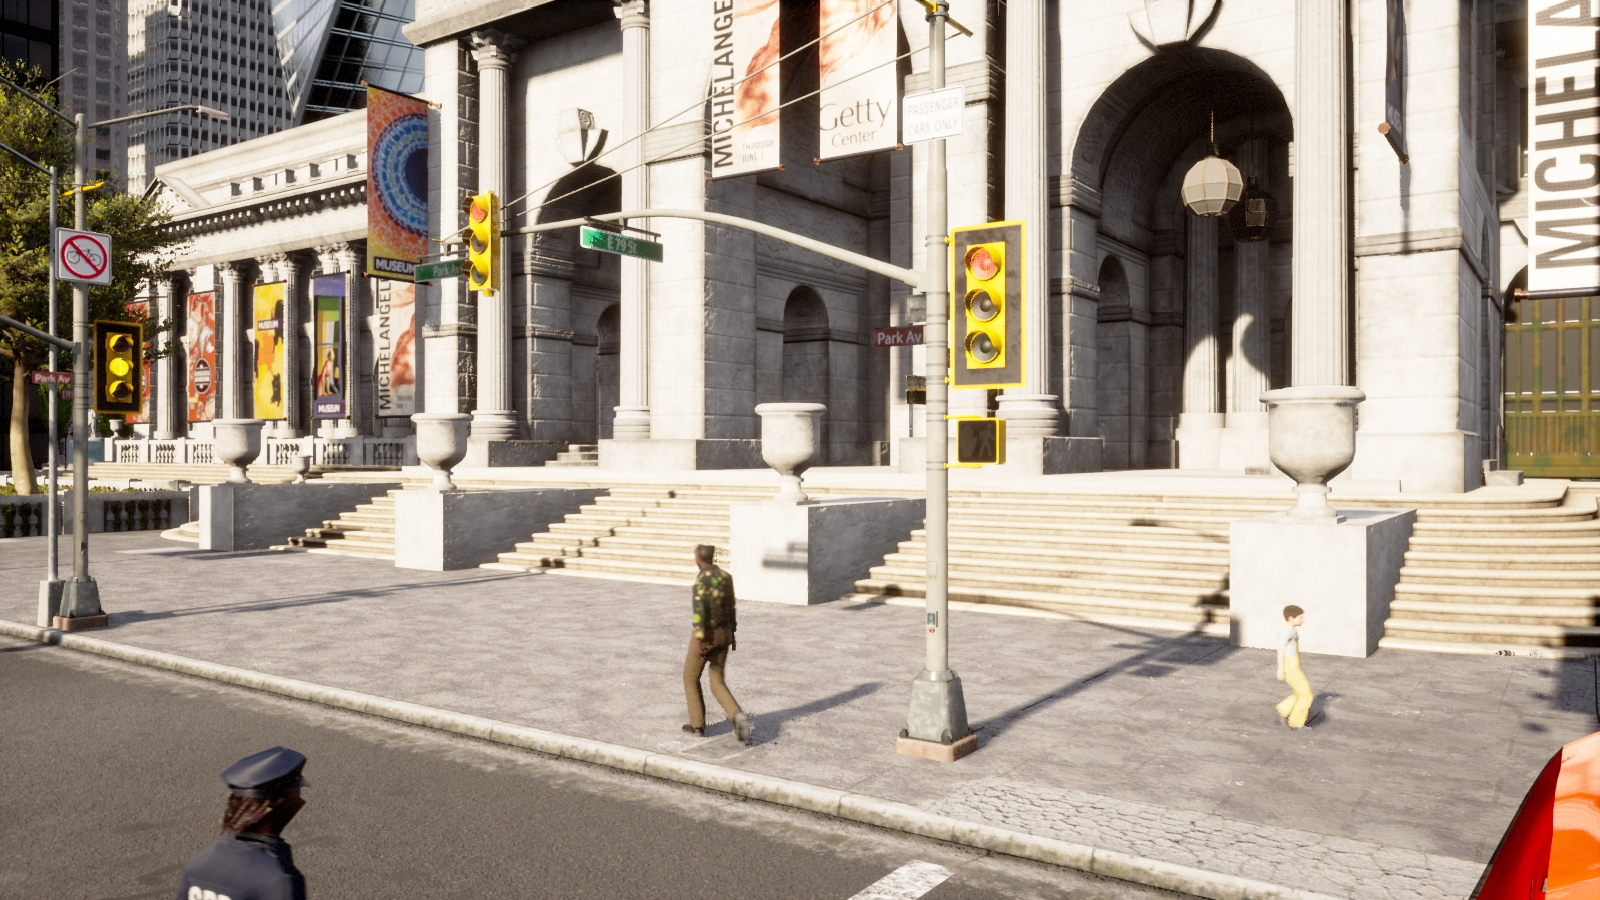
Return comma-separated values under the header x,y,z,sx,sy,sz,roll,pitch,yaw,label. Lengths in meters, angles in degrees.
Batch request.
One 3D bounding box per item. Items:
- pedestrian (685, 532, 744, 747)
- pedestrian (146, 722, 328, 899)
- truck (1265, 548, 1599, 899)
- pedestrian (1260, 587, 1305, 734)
x,y,z,sx,sy,sz,roll,pitch,yaw,label
-0.776,1.693,10.343,0.375,1.860,0.375,0,0,-45,pedestrian
-1.768,1.847,3.597,0.375,1.860,0.375,0,0,32,pedestrian
3.573,1.570,1.279,5.204,2.467,2.627,0,0,35,truck
4.577,1.975,10.829,0.375,1.300,0.375,0,0,26,pedestrian
